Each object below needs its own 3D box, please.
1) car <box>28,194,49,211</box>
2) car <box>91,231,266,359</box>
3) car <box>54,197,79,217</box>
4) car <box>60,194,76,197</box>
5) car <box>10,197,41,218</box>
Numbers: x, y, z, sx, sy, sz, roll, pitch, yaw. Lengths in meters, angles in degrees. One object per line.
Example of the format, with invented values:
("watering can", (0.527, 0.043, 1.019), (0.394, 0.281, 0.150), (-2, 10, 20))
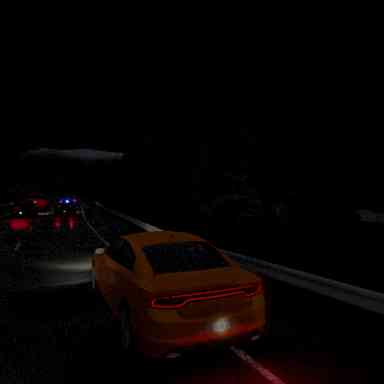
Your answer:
("car", (-18.582, 1.221, 40.024), (2.150, 2.045, 5.566), (0, 0, -19))
("car", (-0.677, 1.478, 6.302), (1.882, 1.535, 5.008), (0, 0, -25))
("car", (-11.984, 1.492, 31.525), (2.128, 1.511, 4.902), (0, 0, -19))
("car", (-15.418, 1.221, 41.422), (2.150, 2.045, 5.566), (0, 0, -18))
("car", (-15.157, 1.505, 30.132), (1.837, 1.490, 4.892), (0, 0, -19))
